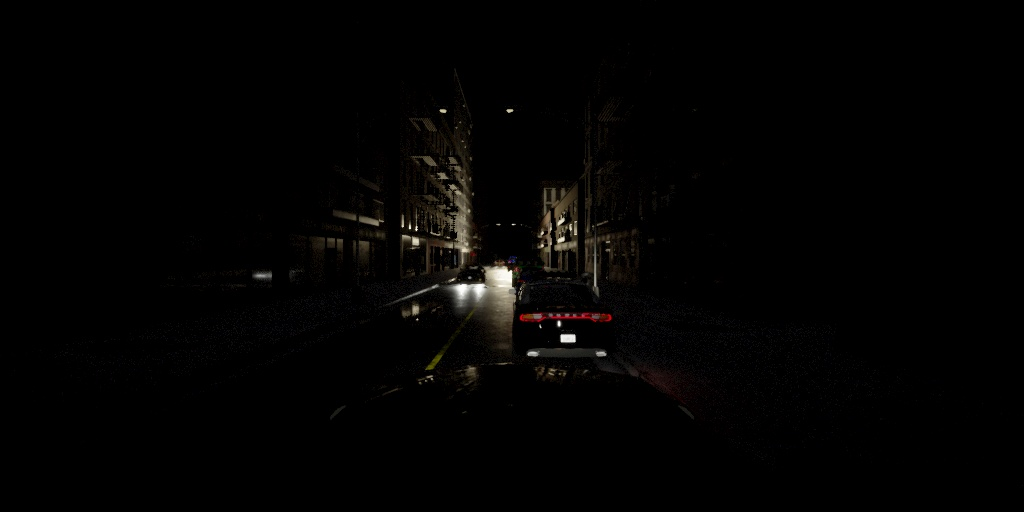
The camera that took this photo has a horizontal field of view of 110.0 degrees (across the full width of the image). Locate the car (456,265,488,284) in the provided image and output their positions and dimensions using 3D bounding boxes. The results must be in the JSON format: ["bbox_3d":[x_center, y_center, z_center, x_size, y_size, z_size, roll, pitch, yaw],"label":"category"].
[{"bbox_3d":[-2.913,1.337,26.791,1.994,1.385,4.181,0,0,0],"label":"car"}]

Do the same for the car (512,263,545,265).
[{"bbox_3d":[1.028,1.285,18.475,1.812,1.442,4.674,0,0,0],"label":"car"}]

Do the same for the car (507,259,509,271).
[{"bbox_3d":[0.360,1.437,47.071,1.895,1.301,4.718,0,0,1],"label":"car"}]

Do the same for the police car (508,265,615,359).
[{"bbox_3d":[0.957,1.177,8.584,1.930,1.638,5.238,0,0,0],"label":"police car"}]

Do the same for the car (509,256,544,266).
[{"bbox_3d":[1.072,0.994,24.506,2.150,2.045,5.566,0,0,0],"label":"car"}]
